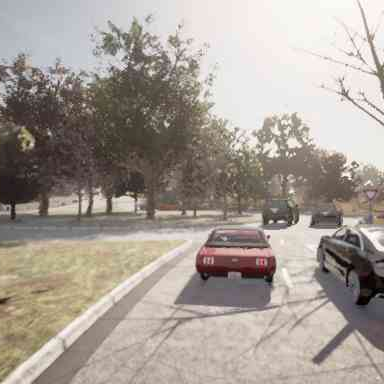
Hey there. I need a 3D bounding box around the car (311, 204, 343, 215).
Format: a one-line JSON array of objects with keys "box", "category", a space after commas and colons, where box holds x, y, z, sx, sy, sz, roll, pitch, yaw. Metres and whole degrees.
[{"box": [10.771, 1.702, 26.435, 2.097, 1.767, 4.553, -1, -2, 26], "category": "car"}]

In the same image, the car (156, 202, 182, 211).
[{"box": [-3.353, 2.452, 57.626, 4.553, 1.767, 2.097, -1, -2, 26], "category": "car"}]

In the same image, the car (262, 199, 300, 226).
[{"box": [7.223, 1.571, 26.762, 2.150, 2.045, 5.566, -1, -1, 26], "category": "car"}]

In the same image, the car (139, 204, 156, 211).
[{"box": [-7.267, 2.680, 61.450, 4.902, 1.511, 2.128, 0, -1, 3], "category": "car"}]

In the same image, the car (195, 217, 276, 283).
[{"box": [1.366, 1.645, 9.813, 1.895, 1.301, 4.718, 0, -1, 10], "category": "car"}]

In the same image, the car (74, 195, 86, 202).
[{"box": [-30.008, 1.897, 88.012, 1.946, 1.575, 5.366, 0, 2, -10], "category": "car"}]

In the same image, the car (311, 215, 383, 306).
[{"box": [4.333, 1.516, 7.909, 2.128, 1.511, 4.902, 0, -1, 9], "category": "car"}]
